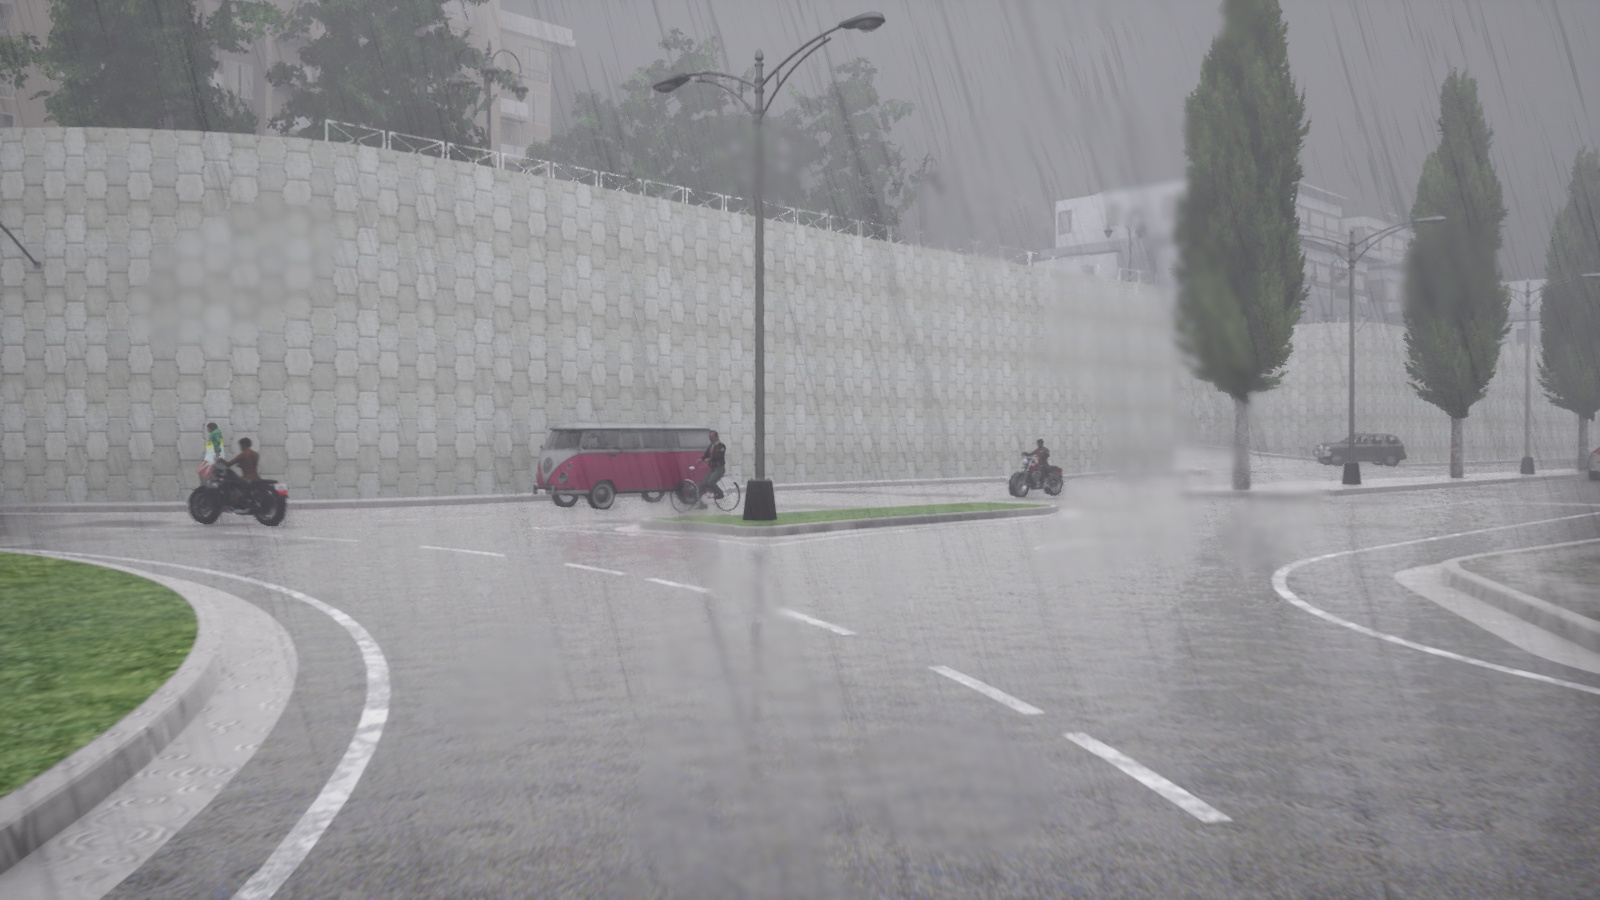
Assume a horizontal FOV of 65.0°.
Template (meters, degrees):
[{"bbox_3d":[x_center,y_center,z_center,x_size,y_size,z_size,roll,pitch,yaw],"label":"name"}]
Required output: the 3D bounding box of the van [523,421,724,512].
[{"bbox_3d":[-4.057,0.330,29.346,4.442,1.987,1.775,-1,1,-43],"label":"van"}]

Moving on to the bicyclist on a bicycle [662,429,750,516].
[{"bbox_3d":[-1.977,0.467,26.511,1.843,1.776,0.659,0,0,-43],"label":"bicyclist on a bicycle"}]

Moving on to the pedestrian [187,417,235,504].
[{"bbox_3d":[-13.382,0.238,28.547,0.873,1.952,0.659,0,0,-16],"label":"pedestrian"}]

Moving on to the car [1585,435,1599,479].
[{"bbox_3d":[32.506,0.256,48.899,5.027,1.651,2.152,0,0,-44],"label":"car"}]

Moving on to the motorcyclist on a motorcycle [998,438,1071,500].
[{"bbox_3d":[6.491,0.503,34.650,2.350,1.649,0.766,-1,1,-44],"label":"motorcyclist on a motorcycle"}]

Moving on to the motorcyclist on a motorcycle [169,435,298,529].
[{"bbox_3d":[-10.354,0.566,22.928,2.350,1.649,0.766,0,1,25],"label":"motorcyclist on a motorcycle"}]

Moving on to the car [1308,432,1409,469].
[{"bbox_3d":[30.377,0.011,68.367,4.605,1.855,1.932,1,2,4],"label":"car"}]
